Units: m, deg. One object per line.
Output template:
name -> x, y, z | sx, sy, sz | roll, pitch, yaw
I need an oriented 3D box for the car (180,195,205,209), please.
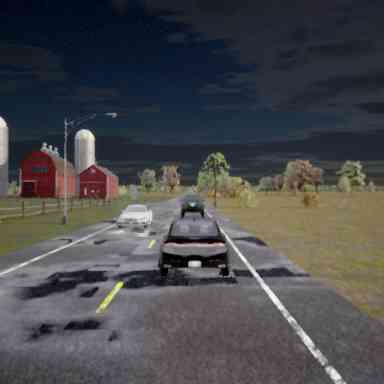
car -> 0.067, 1.258, 32.224 | 2.150, 2.045, 5.566 | 0, 0, 0

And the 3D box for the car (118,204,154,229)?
car -> -3.621, 1.554, 22.072 | 1.812, 1.442, 4.674 | 0, 0, 0

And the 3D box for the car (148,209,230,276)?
car -> 0.074, 1.508, 10.411 | 2.128, 1.511, 4.902 | 0, 0, 0
